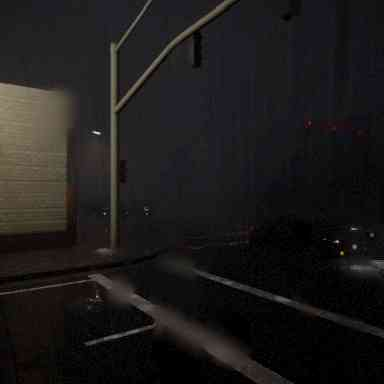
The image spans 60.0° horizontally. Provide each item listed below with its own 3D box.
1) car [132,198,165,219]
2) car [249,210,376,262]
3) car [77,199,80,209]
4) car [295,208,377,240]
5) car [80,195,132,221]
[{"bbox_3d":[-4.358,1.407,30.263,2.097,1.767,4.553,0,0,-35],"label":"car"},{"bbox_3d":[4.114,1.591,12.396,1.994,1.385,4.181,0,0,-36],"label":"car"},{"bbox_3d":[-14.143,1.527,44.102,1.994,1.385,4.181,0,0,-36],"label":"car"},{"bbox_3d":[6.021,1.528,15.744,2.128,1.511,4.902,0,0,-36],"label":"car"},{"bbox_3d":[-7.560,1.277,28.723,2.150,2.045,5.566,0,0,-35],"label":"car"}]
